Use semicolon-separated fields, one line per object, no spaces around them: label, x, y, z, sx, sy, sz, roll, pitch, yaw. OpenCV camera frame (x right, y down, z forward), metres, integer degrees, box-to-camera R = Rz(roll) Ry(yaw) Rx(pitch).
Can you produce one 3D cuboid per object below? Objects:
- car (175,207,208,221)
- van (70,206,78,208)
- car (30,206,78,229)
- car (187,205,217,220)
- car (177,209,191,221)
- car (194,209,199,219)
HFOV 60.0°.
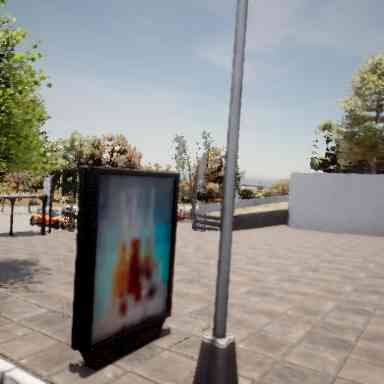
car;-0.069;3.478;53.671;4.892;1.521;2.231;6;2;16
van;-12.480;2.634;36.658;4.442;1.987;1.878;6;2;16
car;-14.202;2.653;34.226;4.553;1.767;2.185;6;2;16
car;1.717;3.443;56.098;4.553;1.767;2.185;6;2;16
car;-3.521;3.055;48.790;5.566;2.045;2.435;6;2;16
car;-1.795;3.421;51.238;4.792;1.488;2.163;6;2;16
